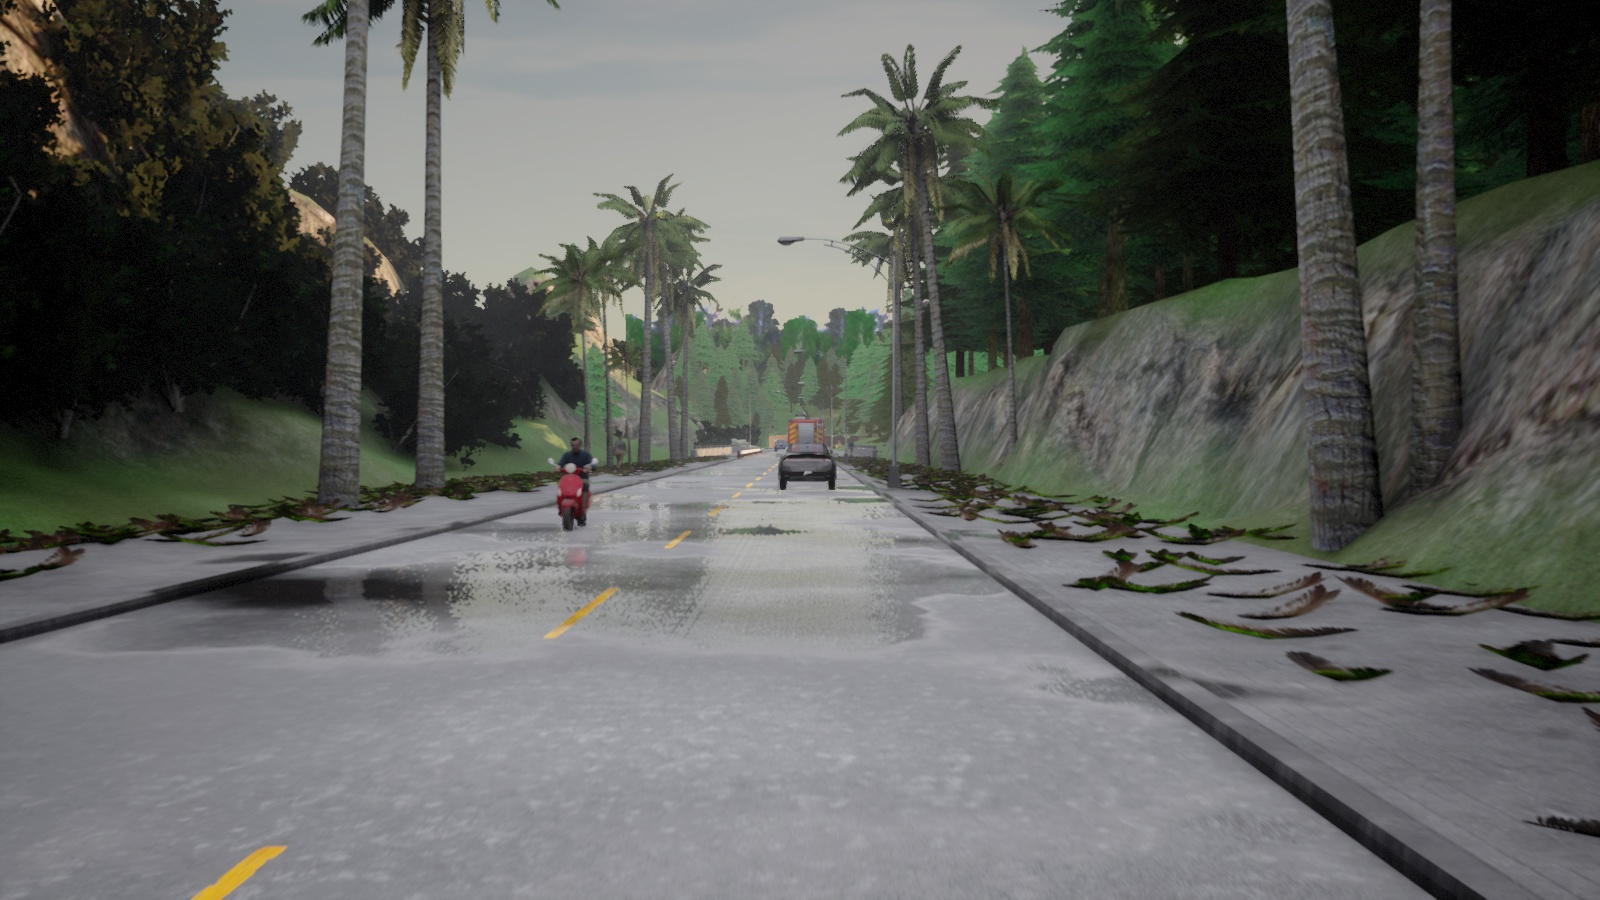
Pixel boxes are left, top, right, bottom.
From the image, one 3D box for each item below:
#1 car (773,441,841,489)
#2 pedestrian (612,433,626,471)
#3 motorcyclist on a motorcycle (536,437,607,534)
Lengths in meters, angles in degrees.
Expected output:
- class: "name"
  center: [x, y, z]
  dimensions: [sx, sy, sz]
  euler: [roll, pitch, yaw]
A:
- class: "car"
  center: [0.243, 0.466, 41.922]
  dimensions: [2.128, 1.511, 4.902]
  euler: [0, 0, 0]
- class: "pedestrian"
  center: [-8.873, 0.092, 61.542]
  dimensions: [0.540, 1.848, 0.694]
  euler: [0, 0, 1]
- class: "motorcyclist on a motorcycle"
  center: [-3.868, 0.576, 21.364]
  dimensions: [0.866, 1.590, 1.817]
  euler: [0, 0, 0]
